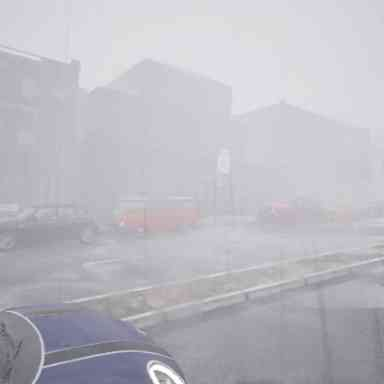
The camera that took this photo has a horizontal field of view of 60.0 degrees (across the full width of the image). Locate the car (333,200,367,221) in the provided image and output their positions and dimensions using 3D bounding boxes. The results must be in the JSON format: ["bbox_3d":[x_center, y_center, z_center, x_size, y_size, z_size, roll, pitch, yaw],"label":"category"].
[{"bbox_3d":[11.611,1.467,26.861,5.008,1.535,2.097,0,0,-36],"label":"car"}]

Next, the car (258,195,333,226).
[{"bbox_3d":[7.196,1.212,23.694,5.566,2.045,2.435,0,0,-36],"label":"car"}]

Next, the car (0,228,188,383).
[{"bbox_3d":[-2.142,1.351,1.911,4.553,1.767,2.097,0,0,-35],"label":"car"}]

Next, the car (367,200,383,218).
[{"bbox_3d":[16.101,1.472,30.083,4.892,1.521,2.231,0,0,-36],"label":"car"}]

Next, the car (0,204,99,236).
[{"bbox_3d":[-6.326,1.325,13.995,4.553,1.767,2.185,0,0,-36],"label":"car"}]

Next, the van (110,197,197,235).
[{"bbox_3d":[-1.956,1.229,17.129,4.442,1.987,1.878,0,0,-36],"label":"van"}]
